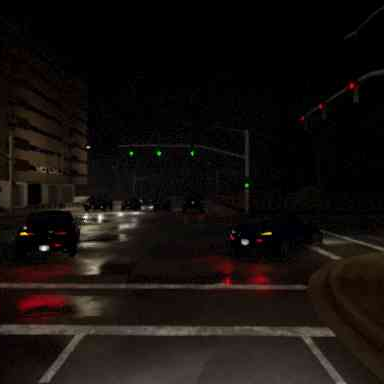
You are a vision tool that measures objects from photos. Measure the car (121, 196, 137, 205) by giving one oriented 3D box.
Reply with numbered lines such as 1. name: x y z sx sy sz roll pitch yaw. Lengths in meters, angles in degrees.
1. car: -10.541 1.463 56.254 1.812 1.442 4.674 0 0 1

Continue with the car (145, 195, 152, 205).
1. car: -7.063 1.293 53.037 2.097 1.767 4.553 0 0 0

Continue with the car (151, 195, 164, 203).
1. car: -7.003 1.435 68.079 2.033 1.411 5.357 0 0 0

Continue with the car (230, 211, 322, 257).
1. car: 3.260 1.465 12.691 1.812 1.442 4.674 -2 -1 41

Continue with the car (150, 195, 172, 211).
1. car: -3.402 1.434 39.117 1.882 1.535 5.008 0 0 0

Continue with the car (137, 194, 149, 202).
1. car: -10.503 1.310 71.179 1.882 1.535 5.008 0 0 0

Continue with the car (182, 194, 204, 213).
1. car: 0.099 1.180 36.737 2.150 2.045 5.566 0 0 0

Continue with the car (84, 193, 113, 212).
1. car: -10.596 1.173 38.221 2.150 2.045 5.566 0 1 0

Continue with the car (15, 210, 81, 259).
1. car: -5.256 1.443 12.444 1.837 1.490 4.892 1 0 -18

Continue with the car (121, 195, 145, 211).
1. car: -7.091 1.460 39.255 1.837 1.490 4.892 0 1 0
